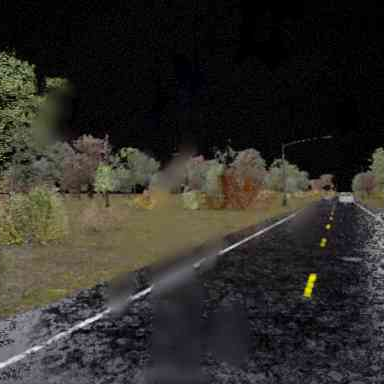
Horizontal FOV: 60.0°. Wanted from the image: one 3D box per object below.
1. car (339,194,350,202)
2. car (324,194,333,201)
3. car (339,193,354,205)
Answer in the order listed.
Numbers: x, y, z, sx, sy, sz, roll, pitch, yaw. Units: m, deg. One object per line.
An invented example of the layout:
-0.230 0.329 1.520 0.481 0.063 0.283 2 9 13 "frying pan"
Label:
32.666 1.289 71.254 2.097 1.767 4.553 -1 -1 24 "car"
36.056 1.376 87.585 2.097 1.767 4.553 -1 -1 24 "car"
26.496 1.151 57.063 2.150 2.045 5.566 -1 0 24 "car"
